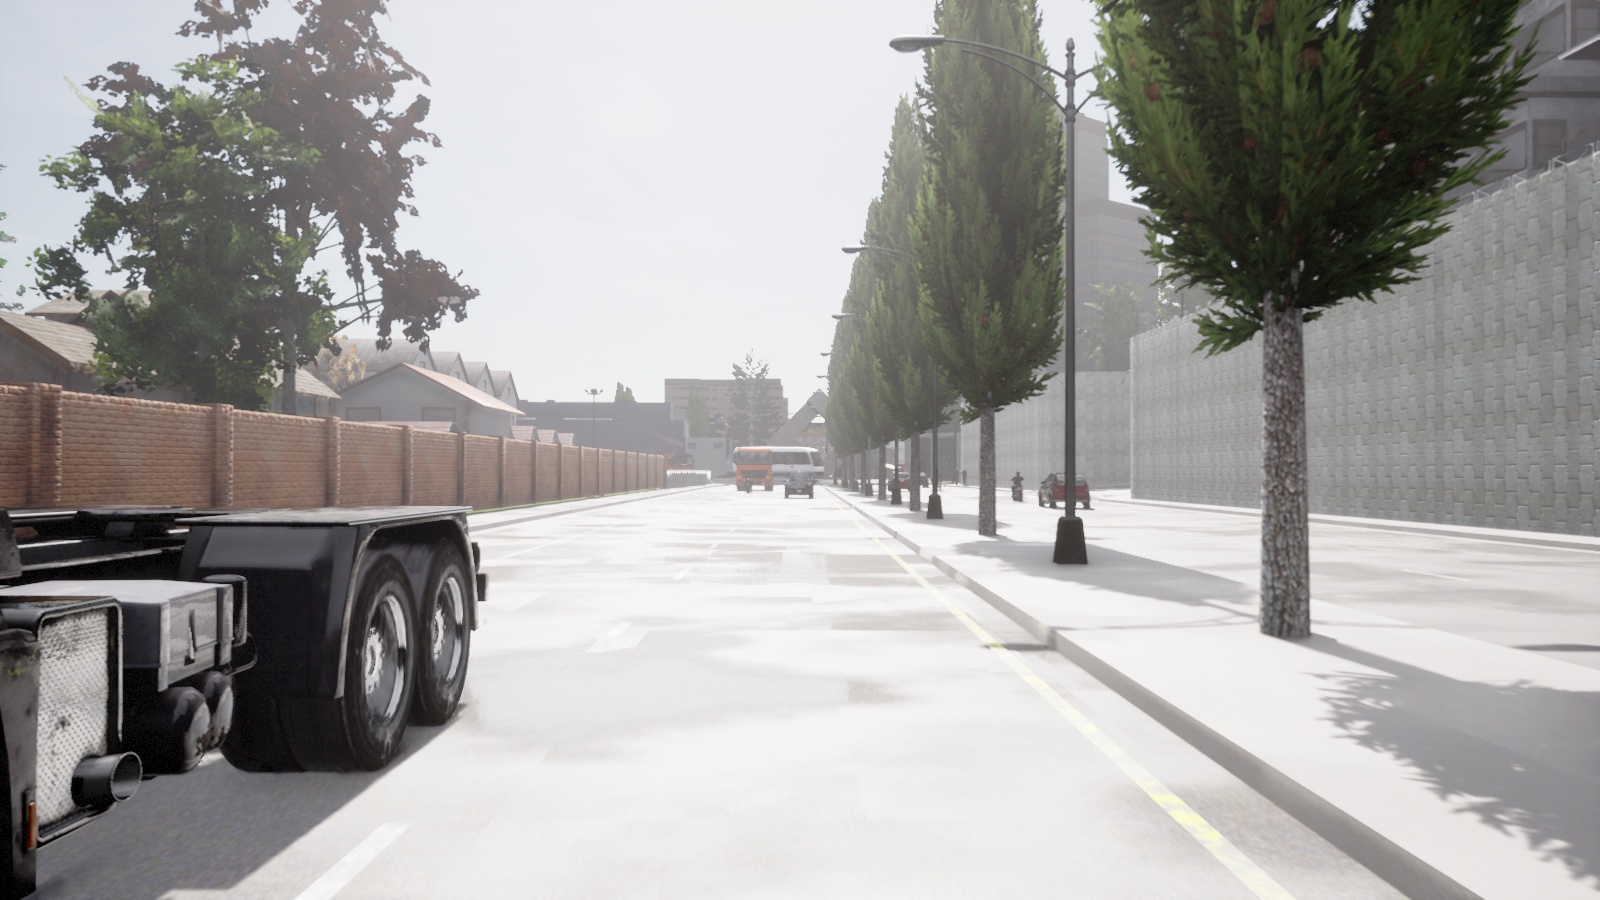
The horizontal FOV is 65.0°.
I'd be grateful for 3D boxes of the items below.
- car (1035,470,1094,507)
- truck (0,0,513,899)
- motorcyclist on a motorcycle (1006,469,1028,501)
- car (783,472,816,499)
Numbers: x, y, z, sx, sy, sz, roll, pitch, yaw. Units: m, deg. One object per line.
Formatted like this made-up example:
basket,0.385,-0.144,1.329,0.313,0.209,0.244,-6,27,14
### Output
car,11.468,1.666,54.739,1.789,1.549,3.705,0,-1,0
truck,-3.499,-0.068,5.052,2.891,3.462,7.936,0,-1,0
motorcyclist on a motorcycle,11.456,1.832,66.263,0.766,1.649,2.350,0,-1,1
car,-0.044,2.035,71.820,1.845,1.501,3.633,0,-1,0
